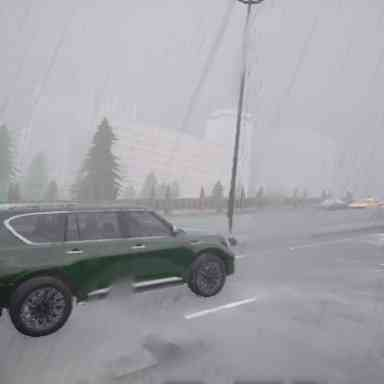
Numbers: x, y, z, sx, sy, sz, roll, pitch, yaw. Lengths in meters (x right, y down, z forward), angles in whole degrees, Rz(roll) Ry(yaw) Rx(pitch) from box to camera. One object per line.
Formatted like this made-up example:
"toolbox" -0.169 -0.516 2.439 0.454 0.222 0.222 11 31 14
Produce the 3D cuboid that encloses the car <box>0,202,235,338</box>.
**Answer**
"car" -1.657 1.218 6.863 5.566 2.045 2.150 0 0 -35

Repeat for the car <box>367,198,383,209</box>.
"car" 17.850 1.508 29.604 4.181 1.385 1.994 0 0 -35

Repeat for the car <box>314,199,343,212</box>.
"car" 15.364 1.467 36.422 4.674 1.442 1.812 0 0 -35

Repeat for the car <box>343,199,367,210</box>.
"car" 17.902 1.418 33.934 5.008 1.535 1.882 0 0 -35
